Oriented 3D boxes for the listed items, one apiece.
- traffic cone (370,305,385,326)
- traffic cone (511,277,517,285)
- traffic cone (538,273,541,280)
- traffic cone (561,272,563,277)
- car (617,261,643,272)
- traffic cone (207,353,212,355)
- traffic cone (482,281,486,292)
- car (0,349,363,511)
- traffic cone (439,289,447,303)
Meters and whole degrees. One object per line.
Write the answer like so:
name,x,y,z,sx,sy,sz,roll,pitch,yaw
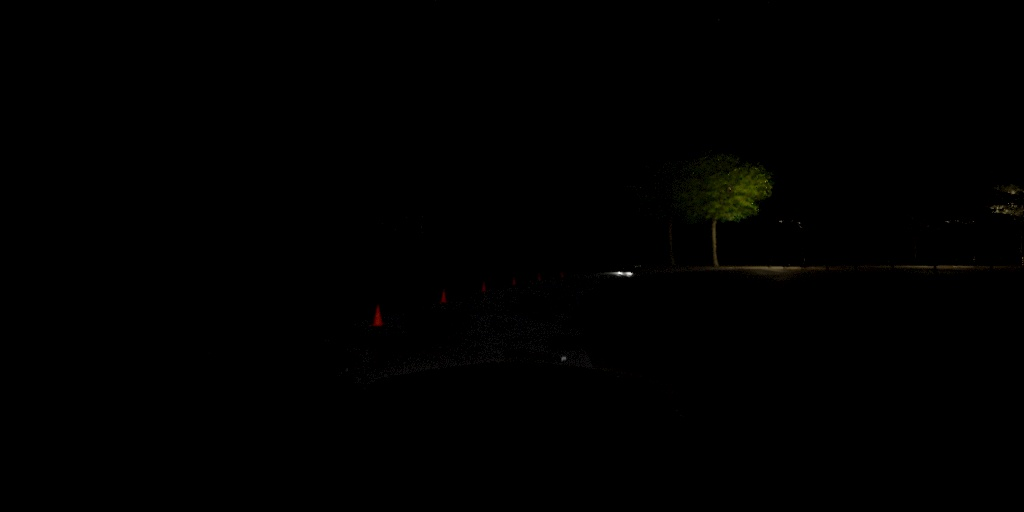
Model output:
traffic cone,-3.869,1.702,10.348,0.340,0.580,0.340,0,0,8
traffic cone,0.149,1.731,25.395,0.340,0.580,0.340,0,0,22
traffic cone,2.299,1.739,30.134,0.340,0.580,0.340,0,0,27
traffic cone,4.834,1.745,34.678,0.340,0.580,0.340,0,0,32
car,15.081,1.352,45.671,1.994,1.385,4.181,-1,0,42
traffic cone,-4.366,1.694,5.169,0.340,0.580,0.340,0,0,3
traffic cone,-1.604,1.721,20.496,0.340,0.580,0.340,0,0,17
car,-2.431,1.287,1.351,2.033,1.411,5.357,0,0,0
traffic cone,-2.947,1.712,15.469,0.340,0.580,0.340,0,0,13
